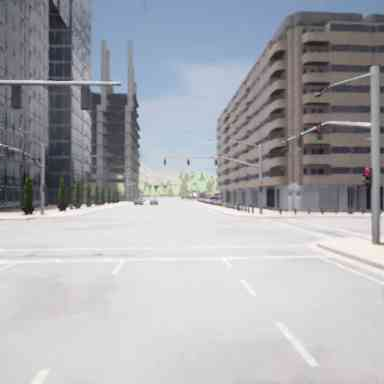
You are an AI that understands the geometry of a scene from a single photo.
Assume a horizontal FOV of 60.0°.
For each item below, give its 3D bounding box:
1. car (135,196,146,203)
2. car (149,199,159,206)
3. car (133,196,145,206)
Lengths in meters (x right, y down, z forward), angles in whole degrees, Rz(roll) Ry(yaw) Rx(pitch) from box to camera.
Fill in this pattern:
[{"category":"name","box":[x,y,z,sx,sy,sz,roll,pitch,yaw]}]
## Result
[{"category":"car","box":[-12.222,1.736,79.064,2.097,1.767,4.553,0,-1,-4]},{"category":"car","box":[-8.272,2.237,72.566,2.033,1.411,5.357,0,-1,-4]},{"category":"car","box":[-11.859,2.255,73.723,2.033,1.411,5.357,0,-1,-4]}]
